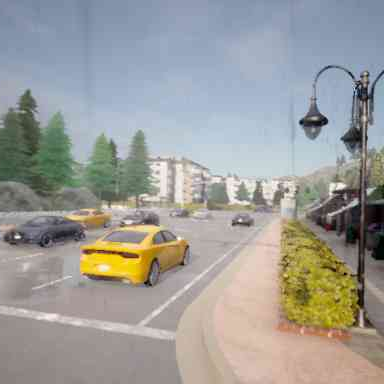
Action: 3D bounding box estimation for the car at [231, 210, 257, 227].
[{"bbox_3d":[5.423,2.929,35.376,1.994,1.385,4.181,1,-2,16],"label":"car"}]

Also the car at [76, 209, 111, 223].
[{"bbox_3d":[-8.203,2.070,26.001,1.882,1.535,5.008,1,-2,16],"label":"car"}]

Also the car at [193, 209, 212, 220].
[{"bbox_3d":[1.583,3.143,47.674,1.812,1.442,4.674,1,-2,16],"label":"car"}]

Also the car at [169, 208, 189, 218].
[{"bbox_3d":[-1.814,3.019,48.519,2.128,1.511,4.902,1,-2,16],"label":"car"}]

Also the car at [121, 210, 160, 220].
[{"bbox_3d":[-4.164,2.270,27.445,2.128,1.511,4.902,1,-2,16],"label":"car"}]

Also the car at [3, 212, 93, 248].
[{"bbox_3d":[-7.191,1.895,16.649,1.994,1.385,4.181,1,-2,16],"label":"car"}]

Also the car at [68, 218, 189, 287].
[{"bbox_3d":[-1.514,1.813,10.585,1.882,1.535,5.008,1,-2,16],"label":"car"}]
